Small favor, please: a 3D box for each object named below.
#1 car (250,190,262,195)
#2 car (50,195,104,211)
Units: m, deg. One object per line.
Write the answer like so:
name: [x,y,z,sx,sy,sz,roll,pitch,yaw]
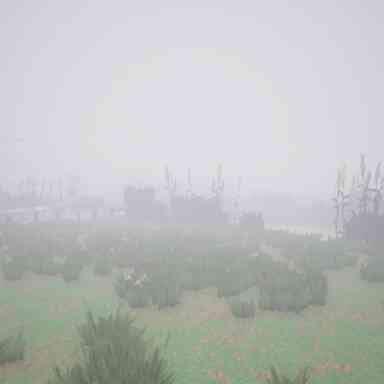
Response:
car: [10.346,0.765,47.434,2.150,2.045,5.566,0,-2,44]
car: [-10.355,1.107,30.306,1.837,1.490,4.892,0,3,41]
